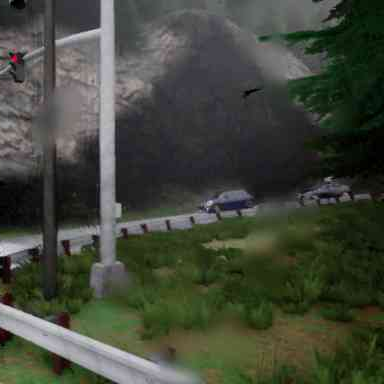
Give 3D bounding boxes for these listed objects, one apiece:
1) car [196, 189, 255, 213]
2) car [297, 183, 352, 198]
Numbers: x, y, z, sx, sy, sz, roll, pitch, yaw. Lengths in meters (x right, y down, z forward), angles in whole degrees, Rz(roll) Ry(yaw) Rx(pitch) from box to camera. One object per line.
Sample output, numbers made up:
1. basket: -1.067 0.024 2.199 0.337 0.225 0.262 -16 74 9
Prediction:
1. car: 2.500 0.646 25.409 4.553 1.767 2.097 -5 2 -29
2. car: 11.643 0.014 29.388 4.902 1.511 2.128 -4 1 -13
